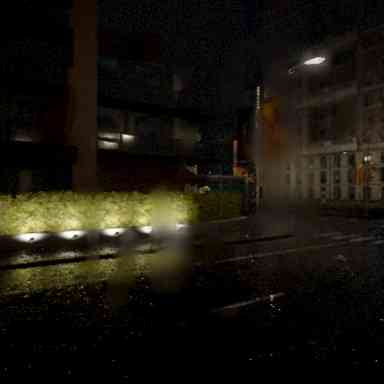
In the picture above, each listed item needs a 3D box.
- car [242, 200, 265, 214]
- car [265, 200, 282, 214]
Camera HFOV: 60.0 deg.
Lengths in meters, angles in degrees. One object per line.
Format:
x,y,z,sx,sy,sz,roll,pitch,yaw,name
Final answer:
5.323,1.679,36.348,1.812,1.442,4.674,0,0,-35,car
8.114,1.663,38.464,2.128,1.511,4.902,0,0,-35,car
